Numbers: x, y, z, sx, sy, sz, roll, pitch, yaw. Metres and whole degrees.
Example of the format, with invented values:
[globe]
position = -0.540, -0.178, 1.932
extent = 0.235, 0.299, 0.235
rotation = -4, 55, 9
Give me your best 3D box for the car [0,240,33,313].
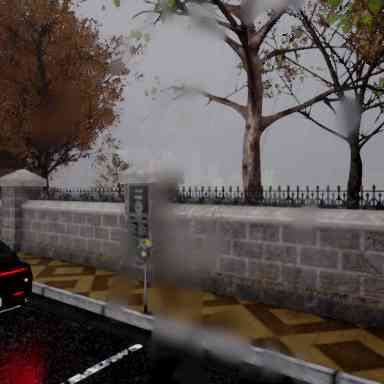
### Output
[car]
position = -5.067, 1.504, 6.582
extent = 4.892, 1.490, 1.837
rotation = 0, 0, 36
